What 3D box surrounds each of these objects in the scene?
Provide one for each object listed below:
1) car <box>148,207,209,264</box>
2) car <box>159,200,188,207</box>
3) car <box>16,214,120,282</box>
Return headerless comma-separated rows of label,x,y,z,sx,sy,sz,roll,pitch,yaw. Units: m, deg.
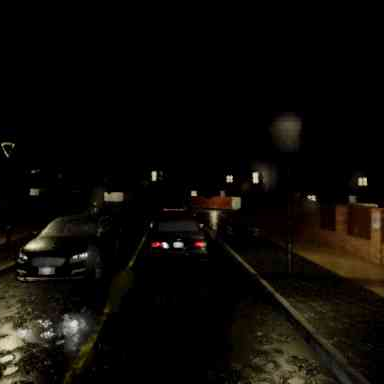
car,-0.527,1.488,11.657,2.033,1.411,5.357,0,0,-4
car,-1.334,1.353,23.816,2.128,1.511,4.902,0,0,-4
car,-3.315,1.444,9.694,2.128,1.511,4.902,0,0,-4
